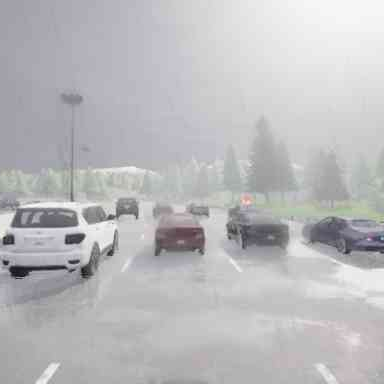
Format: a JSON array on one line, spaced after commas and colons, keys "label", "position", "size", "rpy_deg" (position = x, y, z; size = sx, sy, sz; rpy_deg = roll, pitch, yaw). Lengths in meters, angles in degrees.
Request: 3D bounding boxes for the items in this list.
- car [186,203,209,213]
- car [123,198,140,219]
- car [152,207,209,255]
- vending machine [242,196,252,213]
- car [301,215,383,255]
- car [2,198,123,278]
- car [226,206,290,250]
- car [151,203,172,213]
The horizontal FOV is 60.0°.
[{"label": "car", "position": [0.477, 1.836, 34.106], "size": [2.128, 1.511, 4.902], "rpy_deg": [0, -1, -10]}, {"label": "car", "position": [-6.445, 1.561, 33.212], "size": [2.150, 2.045, 5.566], "rpy_deg": [0, 0, -10]}, {"label": "car", "position": [-0.570, 1.621, 14.044], "size": [1.882, 1.535, 5.008], "rpy_deg": [0, -1, -4]}, {"label": "vending machine", "position": [7.261, 1.635, 43.834], "size": [1.100, 2.100, 0.880], "rpy_deg": [0, -1, -12]}, {"label": "car", "position": [6.478, 1.687, 13.996], "size": [2.033, 1.411, 5.357], "rpy_deg": [0, -1, -4]}, {"label": "car", "position": [-3.844, 1.334, 10.695], "size": [2.150, 2.045, 5.566], "rpy_deg": [0, 0, -3]}, {"label": "car", "position": [2.844, 1.632, 15.304], "size": [1.882, 1.535, 5.008], "rpy_deg": [0, -1, -4]}, {"label": "car", "position": [-3.040, 1.848, 33.918], "size": [1.837, 1.490, 4.892], "rpy_deg": [0, -1, -10]}]
